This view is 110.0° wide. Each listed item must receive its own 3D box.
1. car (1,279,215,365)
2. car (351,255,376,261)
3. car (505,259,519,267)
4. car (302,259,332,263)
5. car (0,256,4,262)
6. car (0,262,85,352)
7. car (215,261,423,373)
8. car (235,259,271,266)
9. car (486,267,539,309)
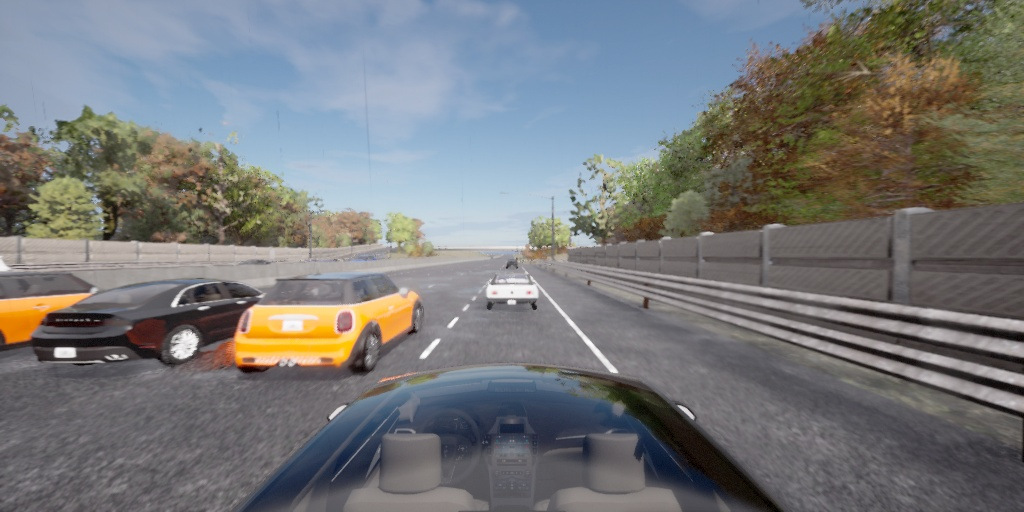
[{"bbox_3d":[-6.898,1.240,7.959,1.837,1.490,4.892,0,0,0],"label":"car"},{"bbox_3d":[-21.022,0.907,50.697,2.150,2.045,5.566,0,0,1],"label":"car"},{"bbox_3d":[0.026,1.195,57.345,1.837,1.490,4.892,0,0,0],"label":"car"},{"bbox_3d":[-24.499,1.182,43.991,2.128,1.511,4.902,0,1,1],"label":"car"},{"bbox_3d":[-24.586,0.942,14.533,2.150,2.045,5.566,0,0,0],"label":"car"},{"bbox_3d":[-10.398,1.088,7.725,2.097,1.767,4.553,0,0,0],"label":"car"},{"bbox_3d":[-3.399,1.087,7.690,2.097,1.767,4.553,0,0,0],"label":"car"},{"bbox_3d":[-31.494,1.180,43.605,1.837,1.490,4.892,0,3,0],"label":"car"},{"bbox_3d":[0.005,1.321,14.731,1.895,1.301,4.718,0,0,0],"label":"car"}]
